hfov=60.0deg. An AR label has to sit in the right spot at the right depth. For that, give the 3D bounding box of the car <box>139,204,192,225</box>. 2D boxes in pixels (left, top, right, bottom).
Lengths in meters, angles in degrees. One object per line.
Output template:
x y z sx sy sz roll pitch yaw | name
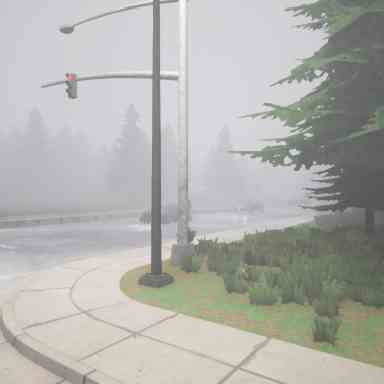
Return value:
-1.797 1.538 23.714 1.994 1.385 4.181 0 0 35 | car

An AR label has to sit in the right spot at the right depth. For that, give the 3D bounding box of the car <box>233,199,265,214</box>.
6.043 1.466 34.996 2.128 1.511 4.902 0 0 35 | car
